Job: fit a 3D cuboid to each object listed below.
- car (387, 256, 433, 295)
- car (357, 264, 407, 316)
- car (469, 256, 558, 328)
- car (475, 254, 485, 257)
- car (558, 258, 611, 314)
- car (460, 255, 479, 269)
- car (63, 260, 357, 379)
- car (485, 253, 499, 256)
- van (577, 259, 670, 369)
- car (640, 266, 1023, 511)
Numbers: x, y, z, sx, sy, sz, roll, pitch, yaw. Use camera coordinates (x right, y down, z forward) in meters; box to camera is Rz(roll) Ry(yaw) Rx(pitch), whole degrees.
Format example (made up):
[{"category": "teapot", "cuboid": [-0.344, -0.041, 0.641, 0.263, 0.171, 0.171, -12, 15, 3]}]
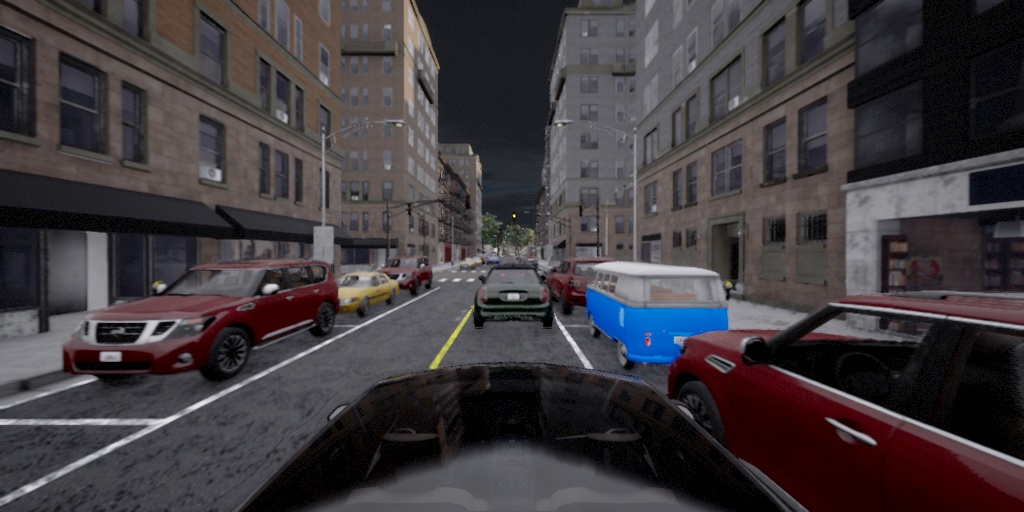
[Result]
[{"category": "car", "cuboid": [-5.468, 0.914, 18.707, 2.192, 1.841, 5.009, 0, 0, 0]}, {"category": "car", "cuboid": [-5.444, 1.175, 12.858, 1.751, 1.417, 4.829, 0, 0, 0]}, {"category": "car", "cuboid": [0.011, 1.019, 11.157, 2.097, 1.767, 4.553, 0, 1, -1]}, {"category": "car", "cuboid": [-5.632, 0.786, 56.506, 1.751, 1.417, 4.829, 0, 0, 0]}, {"category": "car", "cuboid": [2.593, 0.963, 13.060, 2.192, 1.841, 5.009, 0, 0, 0]}, {"category": "car", "cuboid": [-5.592, 0.883, 45.543, 1.751, 1.417, 4.829, 0, 0, 0]}, {"category": "car", "cuboid": [-5.420, 1.015, 7.351, 2.192, 1.841, 5.009, 0, 0, 0]}, {"category": "car", "cuboid": [-3.033, 0.720, 58.696, 1.882, 1.535, 5.008, 0, 0, 0]}, {"category": "van", "cuboid": [2.616, 1.040, 7.382, 1.690, 1.789, 3.998, 0, 0, 0]}, {"category": "car", "cuboid": [2.639, 1.064, 1.703, 2.192, 1.841, 5.009, 0, 0, 0]}]
